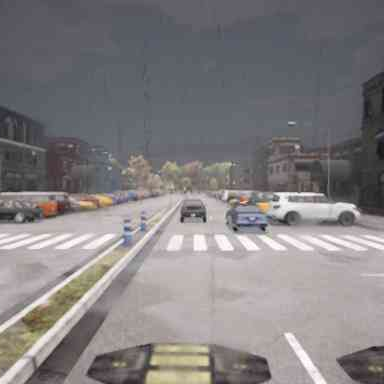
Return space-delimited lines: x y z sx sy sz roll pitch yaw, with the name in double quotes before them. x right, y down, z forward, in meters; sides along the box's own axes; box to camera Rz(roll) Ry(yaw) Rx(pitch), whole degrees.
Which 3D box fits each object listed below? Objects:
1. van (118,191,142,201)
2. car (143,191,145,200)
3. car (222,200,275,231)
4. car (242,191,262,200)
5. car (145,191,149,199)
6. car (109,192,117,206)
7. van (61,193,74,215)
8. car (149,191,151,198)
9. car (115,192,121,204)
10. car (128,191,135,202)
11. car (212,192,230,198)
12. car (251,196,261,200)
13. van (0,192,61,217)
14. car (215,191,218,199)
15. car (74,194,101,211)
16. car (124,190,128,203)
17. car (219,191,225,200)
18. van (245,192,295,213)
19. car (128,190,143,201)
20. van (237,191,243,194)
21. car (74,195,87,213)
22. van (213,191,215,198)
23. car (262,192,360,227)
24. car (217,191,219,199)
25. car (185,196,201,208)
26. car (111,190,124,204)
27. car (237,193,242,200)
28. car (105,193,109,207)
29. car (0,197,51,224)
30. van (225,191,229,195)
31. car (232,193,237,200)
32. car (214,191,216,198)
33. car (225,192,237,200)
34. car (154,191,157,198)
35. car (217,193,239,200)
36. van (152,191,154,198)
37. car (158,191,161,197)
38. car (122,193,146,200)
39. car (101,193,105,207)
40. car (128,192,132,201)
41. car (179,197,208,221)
"van" -12.441 0.735 66.920 4.442 1.987 1.878 0 0 0
"car" -12.374 0.971 64.142 5.366 1.575 1.946 0 0 0
"car" 3.099 1.412 19.634 2.033 1.411 5.357 0 0 0
"car" 7.667 1.009 29.548 5.566 2.045 2.435 0 1 0
"car" -12.527 0.697 69.697 5.566 2.045 2.435 0 0 0
"car" -12.572 1.123 41.913 5.008 1.535 2.097 0 0 0
"van" -12.704 1.014 28.013 4.442 1.987 1.878 0 0 0
"car" -12.546 0.959 77.912 4.674 1.452 2.002 0 0 0
"car" -12.580 1.101 44.690 4.892 1.521 2.231 0 0 0
"car" -12.560 1.022 55.806 4.892 1.521 2.231 0 0 0
"car" 7.606 0.777 87.449 4.553 1.767 2.185 0 0 0
"car" 7.634 1.285 26.667 5.008 1.535 2.097 0 0 0
"van" -12.706 1.037 25.234 4.442 1.987 1.878 0 0 0
"car" 7.632 0.986 65.394 4.892 1.521 2.231 0 0 0
"car" -12.397 1.190 33.574 5.366 1.575 1.946 0 0 0
"car" -12.539 0.933 50.247 4.553 1.767 2.185 0 0 0
"car" 7.667 0.801 54.364 5.566 2.045 2.435 0 0 0
"van" 7.522 1.009 32.306 4.442 1.987 1.878 0 1 0
"car" -12.533 0.737 61.363 5.566 2.045 2.435 0 0 0
"van" 7.756 0.959 37.821 4.442 1.987 1.878 0 0 0
"car" -12.587 1.257 30.794 4.674 1.452 2.002 0 0 0
"van" 7.520 0.721 73.540 4.442 1.987 1.878 0 0 0
"car" 7.667 1.080 21.273 5.566 2.045 2.435 0 1 0
"car" 7.668 1.030 62.636 4.792 1.488 2.163 0 0 0
"car" 0.098 1.270 42.009 1.895 1.301 4.718 0 0 0
"car" -12.541 0.953 47.466 4.553 1.767 2.185 0 0 0
"car" 7.644 1.210 35.065 5.008 1.535 2.097 0 1 0
"car" -12.610 1.020 39.131 4.553 1.767 2.185 0 0 0
"car" -12.585 1.287 22.456 4.892 1.521 2.231 0 0 0
"van" 7.755 0.847 51.606 4.442 1.987 1.878 0 0 0
"car" 7.636 1.201 40.580 4.674 1.452 2.002 0 0 0
"car" 7.823 0.968 68.150 5.366 1.575 1.946 0 0 0
"car" 7.453 1.134 43.337 5.366 1.575 1.946 0 0 0
"car" -12.571 0.648 86.373 5.566 2.045 2.435 0 0 0
"car" 7.635 0.998 70.908 4.674 1.452 2.002 0 0 0
"van" -12.428 0.678 83.593 4.442 1.987 1.878 0 0 0
"car" -12.508 0.639 94.585 5.566 2.045 2.435 0 0 0
"car" -12.547 0.939 72.479 4.892 1.521 2.231 0 0 0
"car" -12.575 1.169 36.353 5.008 1.535 2.097 0 0 0
"car" -12.565 1.079 53.027 4.674 1.452 2.002 0 0 0
"car" 0.096 1.324 25.117 1.837 1.490 4.892 0 1 0
